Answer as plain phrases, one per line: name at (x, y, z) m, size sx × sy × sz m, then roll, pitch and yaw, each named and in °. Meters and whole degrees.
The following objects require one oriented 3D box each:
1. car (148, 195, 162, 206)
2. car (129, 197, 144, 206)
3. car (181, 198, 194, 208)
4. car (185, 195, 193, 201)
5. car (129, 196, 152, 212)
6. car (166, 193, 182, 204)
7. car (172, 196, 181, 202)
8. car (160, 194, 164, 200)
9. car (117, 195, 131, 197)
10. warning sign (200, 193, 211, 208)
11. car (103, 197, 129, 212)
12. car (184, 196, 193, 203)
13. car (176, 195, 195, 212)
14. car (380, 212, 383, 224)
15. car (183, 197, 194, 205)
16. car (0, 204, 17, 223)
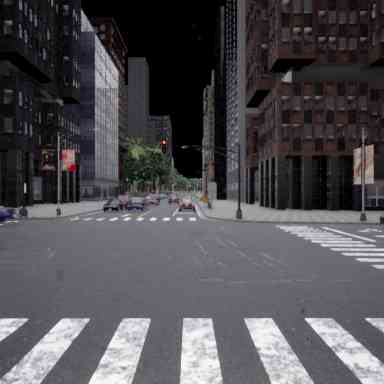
car at (-6.508, 1.601, 55.179) m, size 1.994 × 1.385 × 4.181 m, roll 0°, pitch 0°, yaw 0°
car at (-9.187, 1.562, 55.124) m, size 1.752 × 1.417 × 4.829 m, roll 0°, pitch 0°, yaw 0°
car at (-0.632, 1.607, 49.911) m, size 1.802 × 1.307 × 4.206 m, roll 0°, pitch 0°, yaw 0°
car at (-0.845, 1.562, 87.885) m, size 1.967 × 1.590 × 4.097 m, roll 0°, pitch 0°, yaw 0°
car at (-6.433, 1.552, 39.653) m, size 2.033 × 1.411 × 5.357 m, roll 0°, pitch 0°, yaw 0°
car at (-3.480, 1.414, 65.600) m, size 2.097 × 1.767 × 4.553 m, roll 0°, pitch 0°, yaw 0°
car at (-3.535, 1.573, 75.638) m, size 1.812 × 1.442 × 4.674 m, roll 0°, pitch 0°, yaw 0°
car at (-9.370, 1.437, 87.850) m, size 2.192 × 1.841 × 5.009 m, roll 0°, pitch 0°, yaw 0°
car at (-9.128, 1.329, 44.443) m, size 2.192 × 1.841 × 5.009 m, roll 0°, pitch 0°, yaw 0°
warning sign at (1.718, 1.126, 42.744) m, size 1.300 × 1.860 × 1.060 m, roll 0°, pitch 0°, yaw 0°
car at (-9.097, 1.569, 39.016) m, size 1.947 × 1.339 × 4.313 m, roll 0°, pitch 0°, yaw 0°
car at (-0.754, 1.603, 71.780) m, size 1.752 × 1.417 × 4.829 m, roll 0°, pitch 0°, yaw 0°
car at (-0.572, 1.443, 39.061) m, size 1.967 × 1.590 × 4.097 m, roll 0°, pitch 0°, yaw 0°
car at (14.997, 1.455, 21.005) m, size 5.566 × 2.045 × 2.150 m, roll 1°, pitch 0°, yaw 0°
car at (-0.693, 1.595, 60.760) m, size 1.887 × 1.381 × 4.507 m, roll 0°, pitch 0°, yaw 0°
car at (-13.741, 1.348, 21.106) m, size 4.674 × 1.442 × 1.812 m, roll 1°, pitch 1°, yaw -12°
